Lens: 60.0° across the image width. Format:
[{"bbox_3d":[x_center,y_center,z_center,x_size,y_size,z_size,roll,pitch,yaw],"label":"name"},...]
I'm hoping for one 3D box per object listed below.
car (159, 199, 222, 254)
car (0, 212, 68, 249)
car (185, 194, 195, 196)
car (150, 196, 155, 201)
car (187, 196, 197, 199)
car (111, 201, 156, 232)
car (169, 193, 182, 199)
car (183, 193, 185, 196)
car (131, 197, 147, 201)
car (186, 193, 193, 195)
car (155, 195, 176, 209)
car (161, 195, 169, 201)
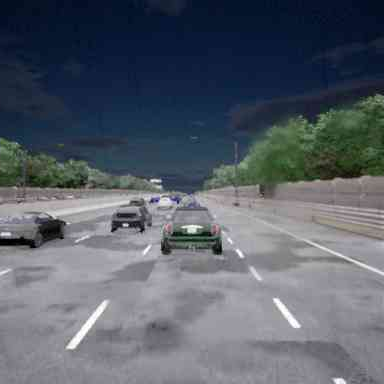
[{"bbox_3d":[0.000,1.347,13.579,2.097,1.767,4.553,0,0,0],"label":"car"},{"bbox_3d":[-7.001,1.558,14.531,1.994,1.385,4.181,0,0,0],"label":"car"},{"bbox_3d":[0.000,1.568,64.920,1.895,1.301,4.718,0,0,0],"label":"car"},{"bbox_3d":[-7.000,1.444,64.935,1.882,1.535,5.008,0,0,0],"label":"car"},{"bbox_3d":[-0.002,1.572,41.534,1.895,1.301,4.718,0,0,0],"label":"car"},{"bbox_3d":[-3.500,1.495,19.944,1.837,1.490,4.892,0,0,0],"label":"car"},{"bbox_3d":[-3.500,1.188,64.984,2.150,2.045,5.566,0,0,0],"label":"car"},{"bbox_3d":[-3.499,1.563,85.101,1.895,1.301,4.718,0,0,0],"label":"car"},{"bbox_3d":[-7.002,1.477,43.332,1.837,1.490,4.892,0,0,0],"label":"car"},{"bbox_3d":[0.001,1.493,83.081,2.128,1.511,4.902,0,0,0],"label":"car"},{"bbox_3d":[-3.500,1.496,44.225,1.812,1.442,4.674,0,0,0],"label":"car"},{"bbox_3d":[-6.999,1.468,87.090,1.837,1.490,4.892,0,0,0],"label":"car"}]
